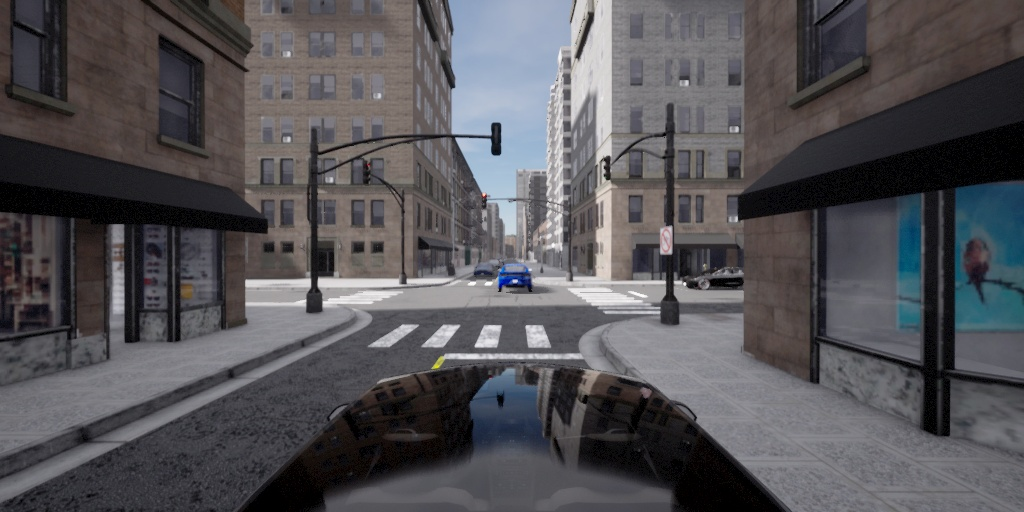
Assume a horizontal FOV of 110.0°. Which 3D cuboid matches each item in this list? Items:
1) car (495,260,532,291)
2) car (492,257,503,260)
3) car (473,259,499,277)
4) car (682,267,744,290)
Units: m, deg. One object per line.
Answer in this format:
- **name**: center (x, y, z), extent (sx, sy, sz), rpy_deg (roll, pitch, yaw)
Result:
- **car**: center (0.181, 1.213, 21.710), extent (1.882, 1.535, 5.008), rpy_deg (0, 0, 0)
- **car**: center (-2.625, 1.265, 51.985), extent (1.812, 1.442, 4.674), rpy_deg (0, 0, 0)
- **car**: center (-2.709, 1.280, 35.611), extent (2.033, 1.411, 5.357), rpy_deg (0, 0, 0)
- **car**: center (12.448, 1.297, 21.314), extent (4.313, 1.339, 1.948), rpy_deg (0, 0, 0)
